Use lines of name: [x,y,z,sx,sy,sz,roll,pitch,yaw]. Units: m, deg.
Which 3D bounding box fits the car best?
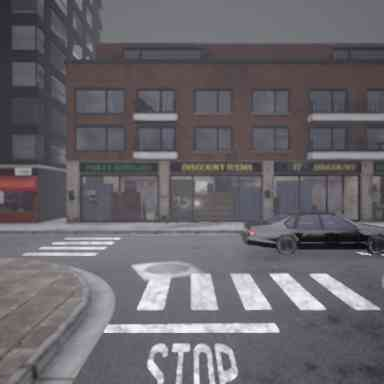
car: [4.406,1.378,11.728,5.357,1.411,2.033,0,0,0]
